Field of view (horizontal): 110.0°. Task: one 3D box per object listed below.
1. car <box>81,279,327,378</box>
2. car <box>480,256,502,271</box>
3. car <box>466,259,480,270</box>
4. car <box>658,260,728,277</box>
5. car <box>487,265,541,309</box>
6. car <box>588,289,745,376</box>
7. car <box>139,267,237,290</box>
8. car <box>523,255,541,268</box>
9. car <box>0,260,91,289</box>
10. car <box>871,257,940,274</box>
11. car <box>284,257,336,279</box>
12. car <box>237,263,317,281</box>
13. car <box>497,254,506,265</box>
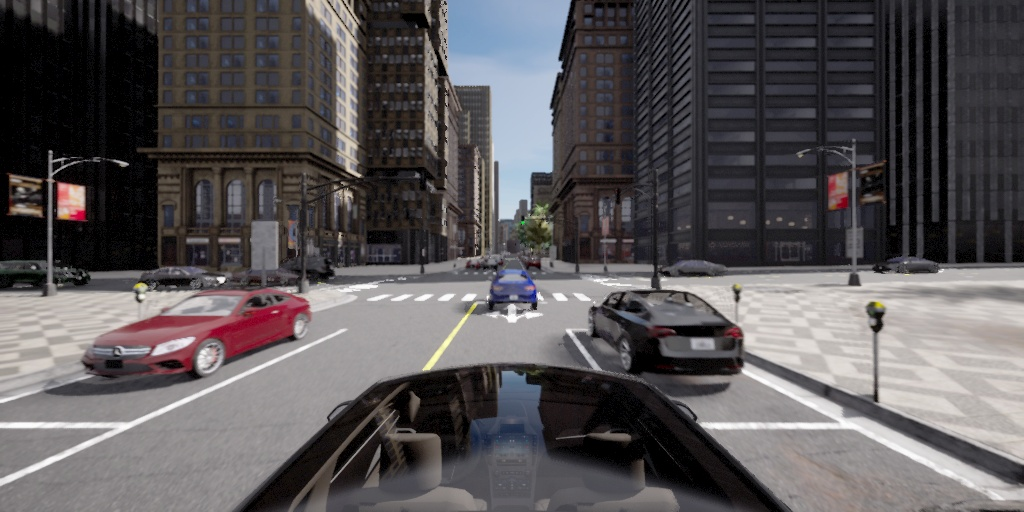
[{"bbox_3d":[-5.759,1.326,7.291,1.802,1.307,4.207,0,0,0],"label":"car"},{"bbox_3d":[-2.799,1.109,48.126,1.882,1.535,5.008,0,0,1],"label":"car"},{"bbox_3d":[-5.483,1.166,50.660,1.888,1.381,4.507,0,0,0],"label":"car"},{"bbox_3d":[15.016,1.035,30.158,5.357,1.411,2.033,-1,0,4],"label":"car"},{"bbox_3d":[0.001,1.257,14.671,1.812,1.442,4.674,0,0,-2],"label":"car"},{"bbox_3d":[2.767,1.310,7.282,1.948,1.339,4.313,0,0,0],"label":"car"},{"bbox_3d":[-21.532,1.448,23.606,4.902,1.511,2.128,-1,0,0],"label":"car"},{"bbox_3d":[3.042,0.936,50.603,2.192,1.841,5.009,0,0,0],"label":"car"},{"bbox_3d":[-35.244,1.347,26.908,5.566,2.045,2.150,-1,0,0],"label":"car"},{"bbox_3d":[32.956,0.780,30.116,4.181,1.385,1.994,-1,0,0],"label":"car"},{"bbox_3d":[-18.040,1.161,30.477,5.566,2.045,2.150,-1,0,-3],"label":"car"},{"bbox_3d":[-18.062,1.473,26.879,5.357,1.411,2.033,-1,0,3],"label":"car"},{"bbox_3d":[-2.631,0.916,63.740,2.097,1.767,4.553,0,0,0],"label":"car"}]
